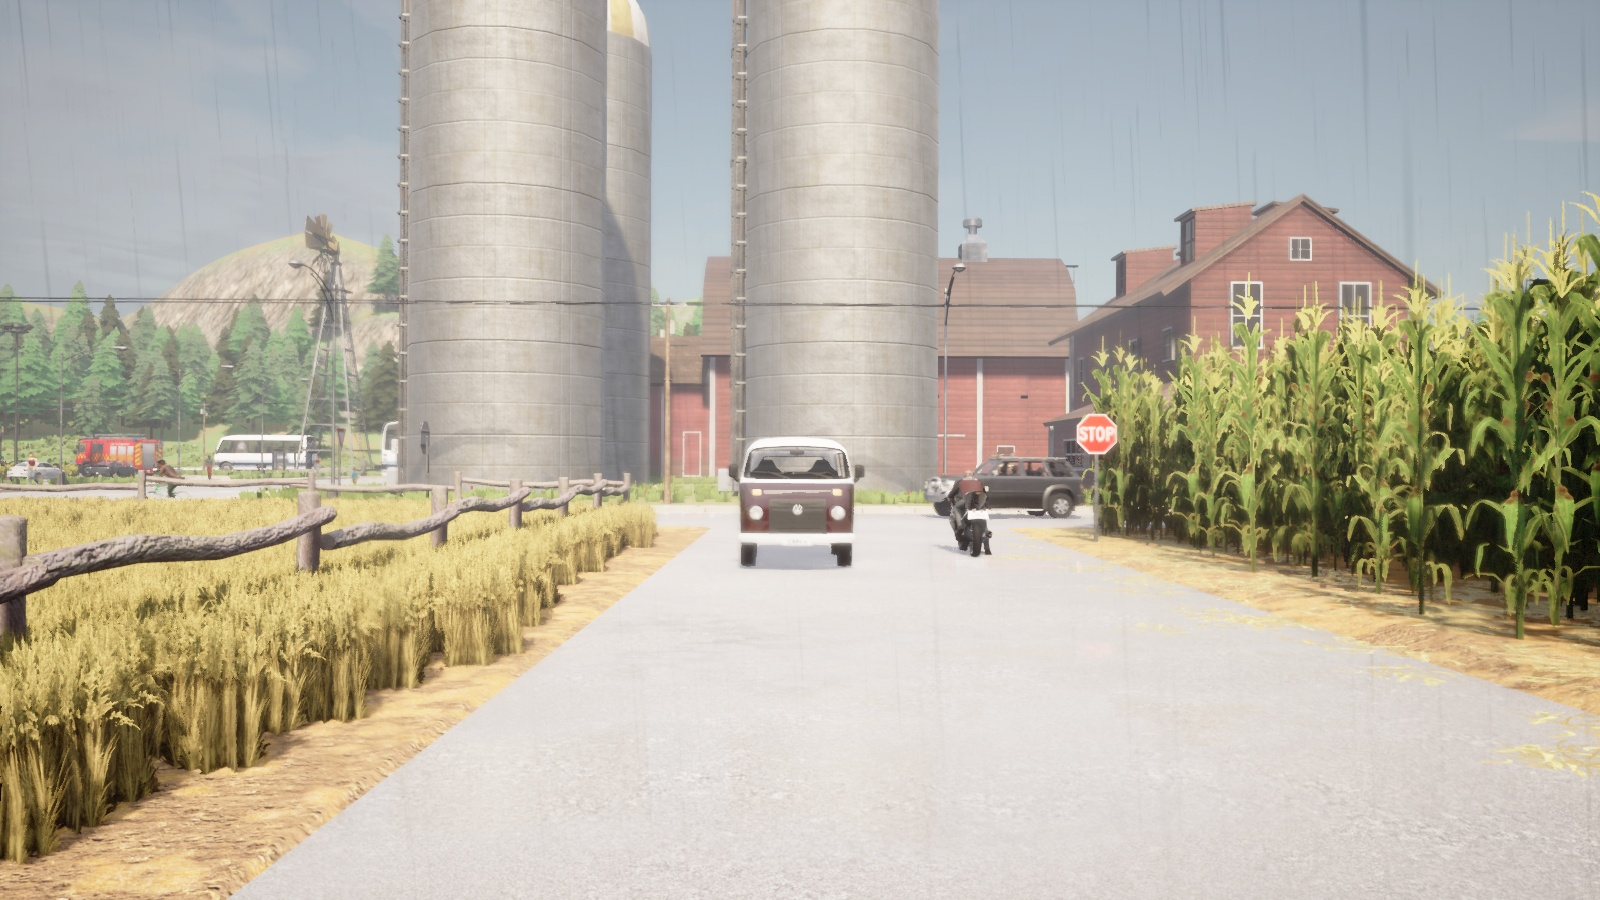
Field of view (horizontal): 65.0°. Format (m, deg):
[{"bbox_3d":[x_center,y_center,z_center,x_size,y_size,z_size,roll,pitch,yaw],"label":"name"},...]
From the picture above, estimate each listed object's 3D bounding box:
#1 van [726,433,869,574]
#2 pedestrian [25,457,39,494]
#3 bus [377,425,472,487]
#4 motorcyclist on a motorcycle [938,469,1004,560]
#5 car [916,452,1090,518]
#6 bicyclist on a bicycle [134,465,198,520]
[{"bbox_3d":[-0.074,0.795,20.502,2.069,2.038,4.480,0,-1,-1],"label":"van"},{"bbox_3d":[-38.036,1.266,62.173,0.345,1.836,0.594,0,-1,-2],"label":"pedestrian"},{"bbox_3d":[-26.824,0.453,90.453,3.944,4.253,10.273,0,-1,-1],"label":"bus"},{"bbox_3d":[3.036,1.112,22.452,0.866,1.530,2.191,0,-1,0],"label":"motorcyclist on a motorcycle"},{"bbox_3d":[5.879,1.017,36.517,4.605,1.855,1.932,1,-1,-14],"label":"car"},{"bbox_3d":[-18.851,1.256,37.338,1.656,1.620,0.582,-1,-1,8],"label":"bicyclist on a bicycle"}]
